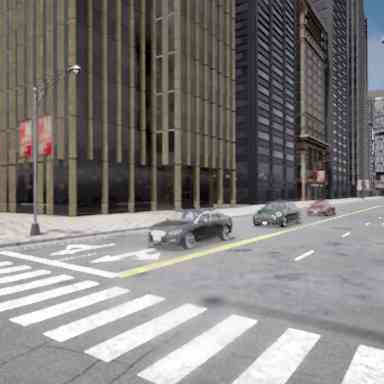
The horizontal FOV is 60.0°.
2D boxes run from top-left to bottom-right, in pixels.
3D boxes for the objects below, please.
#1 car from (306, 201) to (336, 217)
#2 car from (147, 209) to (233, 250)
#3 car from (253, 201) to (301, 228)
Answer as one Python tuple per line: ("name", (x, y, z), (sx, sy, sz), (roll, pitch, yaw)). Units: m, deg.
("car", (12.772, 1.615, 32.654), (1.812, 1.442, 4.674), (0, 0, 36))
("car", (0.061, 1.554, 14.961), (2.128, 1.511, 4.902), (0, 0, 36))
("car", (5.984, 1.426, 23.214), (2.097, 1.767, 4.553), (0, 0, 36))
